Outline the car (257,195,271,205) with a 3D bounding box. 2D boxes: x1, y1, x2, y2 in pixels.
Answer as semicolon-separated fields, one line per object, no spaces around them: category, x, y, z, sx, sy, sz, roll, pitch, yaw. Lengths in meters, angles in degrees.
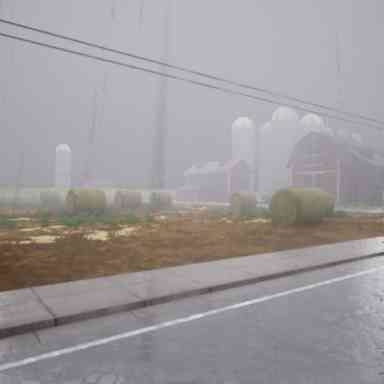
car;15.134;1.715;72.006;3.866;1.878;1.905;-1;5;10
